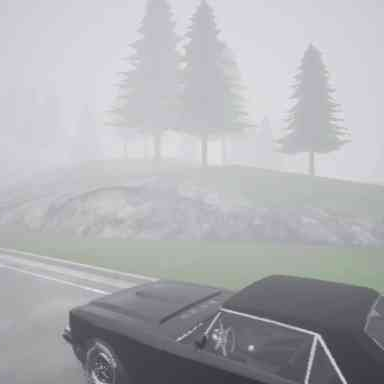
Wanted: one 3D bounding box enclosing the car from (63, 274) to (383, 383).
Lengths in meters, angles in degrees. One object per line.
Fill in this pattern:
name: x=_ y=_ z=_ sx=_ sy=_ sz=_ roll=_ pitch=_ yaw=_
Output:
car: x=0.769 y=1.601 z=3.445 sx=4.718 sy=1.301 sz=1.895 roll=0 pitch=0 yaw=36
